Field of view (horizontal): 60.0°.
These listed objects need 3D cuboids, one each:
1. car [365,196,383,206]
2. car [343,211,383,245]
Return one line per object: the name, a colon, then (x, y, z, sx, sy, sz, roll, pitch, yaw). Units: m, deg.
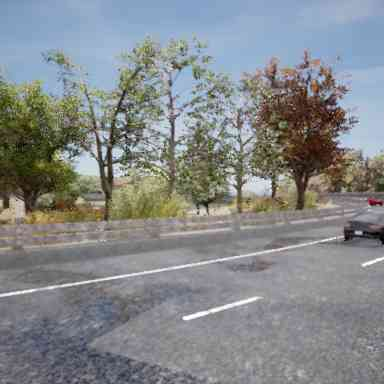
car: (37.717, 1.893, 69.057, 2.150, 2.045, 5.566, 0, 0, 10)
car: (9.120, 1.693, 16.587, 1.812, 1.442, 4.674, 0, 0, 45)
